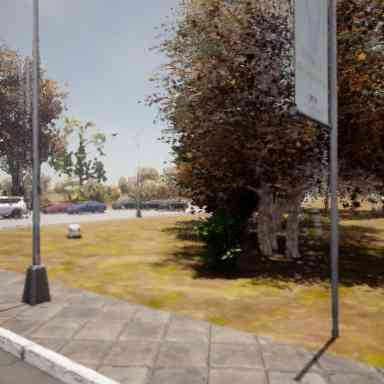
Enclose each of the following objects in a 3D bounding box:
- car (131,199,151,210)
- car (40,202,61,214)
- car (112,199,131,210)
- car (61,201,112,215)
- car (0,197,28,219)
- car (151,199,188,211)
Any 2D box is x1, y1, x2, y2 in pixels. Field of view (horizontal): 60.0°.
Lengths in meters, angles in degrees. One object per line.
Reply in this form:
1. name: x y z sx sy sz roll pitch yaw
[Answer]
1. car: -5.648 1.789 45.577 1.895 1.301 4.718 -1 0 37
2. car: -15.415 1.819 38.778 1.994 1.385 4.181 -1 0 39
3. car: -9.155 1.725 46.762 1.837 1.490 4.892 -1 0 38
4. car: -11.855 1.751 37.641 1.812 1.442 4.674 -1 0 38
5. car: -17.878 1.462 30.084 2.150 2.045 5.566 -1 0 39
6. car: -2.497 1.650 43.615 2.128 1.511 4.902 -1 0 37
